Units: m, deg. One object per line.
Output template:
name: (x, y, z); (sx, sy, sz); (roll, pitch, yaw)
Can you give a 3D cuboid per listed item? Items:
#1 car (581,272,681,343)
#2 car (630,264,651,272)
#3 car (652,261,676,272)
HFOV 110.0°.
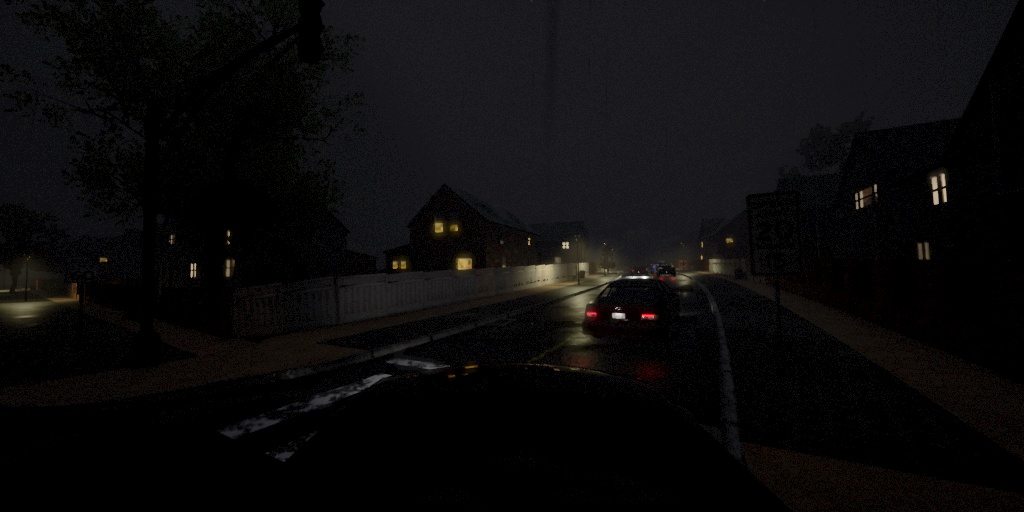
car: (3.471, 1.327, 9.844); (2.033, 1.411, 5.357); (-3, -1, 28)
car: (15.259, 1.668, 43.104); (1.994, 1.385, 4.181); (-2, -1, 20)
car: (16.838, 1.472, 39.368); (2.128, 1.511, 4.902); (-2, -1, 20)
